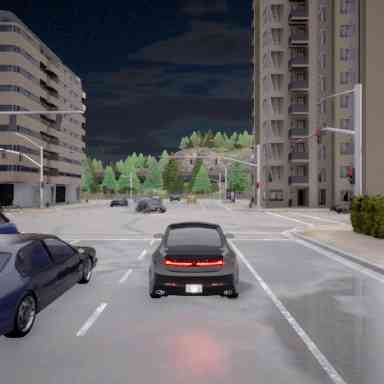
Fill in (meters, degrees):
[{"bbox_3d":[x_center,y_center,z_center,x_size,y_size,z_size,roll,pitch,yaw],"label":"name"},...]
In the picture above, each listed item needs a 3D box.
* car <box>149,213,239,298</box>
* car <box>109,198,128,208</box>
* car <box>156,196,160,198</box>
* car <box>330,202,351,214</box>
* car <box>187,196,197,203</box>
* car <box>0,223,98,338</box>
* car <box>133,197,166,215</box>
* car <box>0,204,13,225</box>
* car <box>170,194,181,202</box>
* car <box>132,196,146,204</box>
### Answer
[{"bbox_3d":[0.050,1.505,8.466,1.837,1.490,4.892,0,0,0],"label":"car"},{"bbox_3d":[-10.676,1.547,48.965,2.033,1.411,5.357,0,0,0],"label":"car"},{"bbox_3d":[-7.127,1.525,66.836,1.812,1.442,4.674,0,0,0],"label":"car"},{"bbox_3d":[17.290,1.547,34.599,5.357,1.411,2.033,0,0,0],"label":"car"},{"bbox_3d":[-0.031,1.477,70.020,1.882,1.535,5.008,0,0,0],"label":"car"},{"bbox_3d":[-3.460,1.547,6.537,2.033,1.411,5.357,0,0,0],"label":"car"},{"bbox_3d":[-4.379,1.563,34.683,1.994,1.385,4.181,0,0,-32],"label":"car"},{"bbox_3d":[-7.116,1.352,9.869,2.097,1.767,4.553,0,0,0],"label":"car"},{"bbox_3d":[-3.618,1.193,72.924,2.097,1.767,4.553,0,0,0],"label":"car"},{"bbox_3d":[-10.621,1.491,67.172,2.128,1.511,4.902,0,0,0],"label":"car"}]
